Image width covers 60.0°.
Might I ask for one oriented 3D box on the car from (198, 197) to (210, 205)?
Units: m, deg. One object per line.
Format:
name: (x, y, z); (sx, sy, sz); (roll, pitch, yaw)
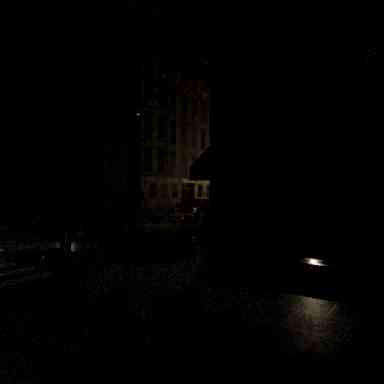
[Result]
car: (2.826, 1.313, 19.667); (2.192, 1.841, 5.009); (0, 0, 36)

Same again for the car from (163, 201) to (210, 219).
car: (-0.402, 1.519, 28.961); (1.947, 1.339, 4.313); (0, 0, 36)

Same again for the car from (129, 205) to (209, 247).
car: (-0.378, 1.529, 15.185); (1.752, 1.417, 4.829); (0, 0, 36)

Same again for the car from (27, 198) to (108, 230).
car: (-7.001, 1.280, 19.718); (2.192, 1.841, 5.009); (0, 0, 36)

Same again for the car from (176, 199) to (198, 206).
car: (0.605, 1.319, 25.996); (2.097, 1.767, 4.553); (0, 0, 35)

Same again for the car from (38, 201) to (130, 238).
car: (-5.229, 1.455, 17.827); (1.882, 1.535, 5.008); (0, 0, 34)
